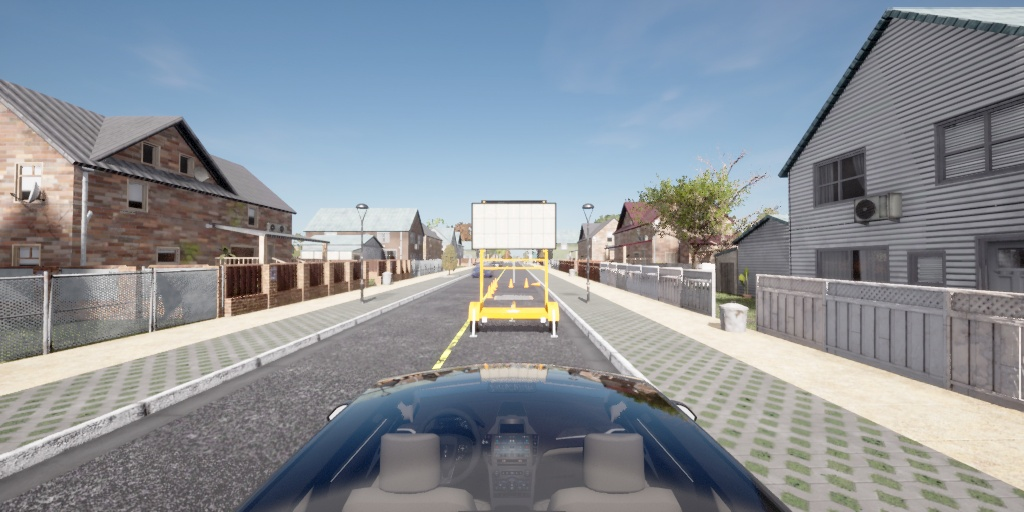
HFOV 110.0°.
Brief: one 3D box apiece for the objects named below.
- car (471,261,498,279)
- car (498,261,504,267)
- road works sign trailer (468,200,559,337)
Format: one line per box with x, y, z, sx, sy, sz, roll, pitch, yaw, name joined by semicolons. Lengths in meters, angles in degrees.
-2.694;1.349;33.882;2.033;1.411;5.357;0;0;0;car
-2.470;1.386;59.856;2.128;1.511;4.902;0;0;0;car
0.057;0.220;10.260;2.380;3.560;2.880;0;0;1;road works sign trailer
